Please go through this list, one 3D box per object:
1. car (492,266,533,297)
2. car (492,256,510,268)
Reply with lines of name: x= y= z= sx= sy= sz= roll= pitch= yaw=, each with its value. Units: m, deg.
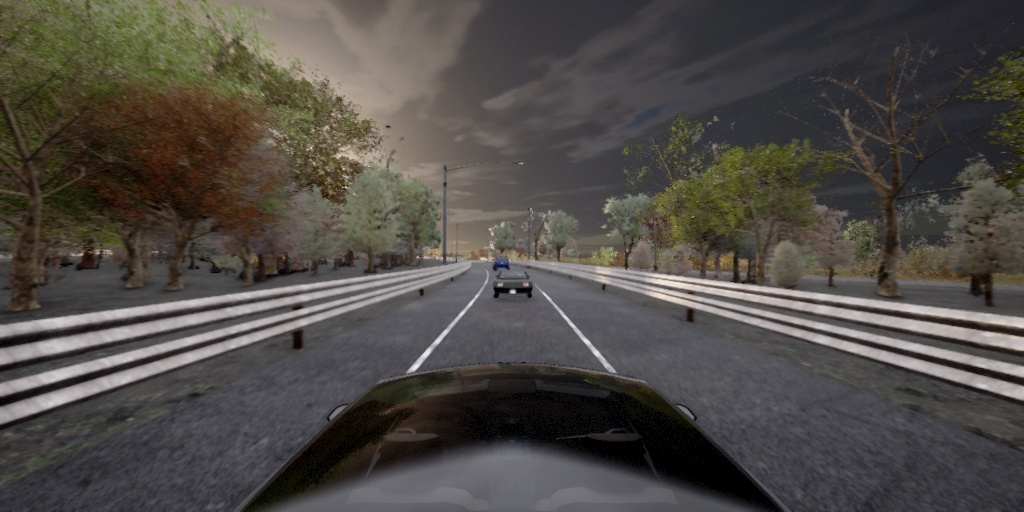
car: x=0.035 y=1.376 z=19.006 sx=1.895 sy=1.301 sz=4.718 roll=0 pitch=0 yaw=0
car: x=-1.616 y=1.005 z=50.591 sx=2.150 sy=2.045 sz=5.566 roll=1 pitch=0 yaw=-6
